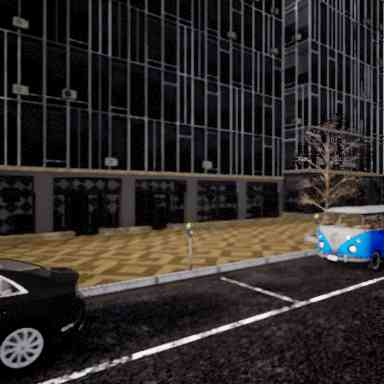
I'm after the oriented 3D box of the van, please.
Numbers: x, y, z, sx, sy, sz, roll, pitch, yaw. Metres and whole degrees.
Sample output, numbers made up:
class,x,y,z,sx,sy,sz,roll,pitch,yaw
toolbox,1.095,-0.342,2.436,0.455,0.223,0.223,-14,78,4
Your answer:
class,x,y,z,sx,sy,sz,roll,pitch,yaw
van,5.690,1.341,10.645,3.998,1.788,1.690,0,0,-36

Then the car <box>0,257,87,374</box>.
class,x,y,z,sx,sy,sz,roll,pitch,yaw
car,-3.565,1.552,4.013,4.403,1.369,2.008,0,0,-36
